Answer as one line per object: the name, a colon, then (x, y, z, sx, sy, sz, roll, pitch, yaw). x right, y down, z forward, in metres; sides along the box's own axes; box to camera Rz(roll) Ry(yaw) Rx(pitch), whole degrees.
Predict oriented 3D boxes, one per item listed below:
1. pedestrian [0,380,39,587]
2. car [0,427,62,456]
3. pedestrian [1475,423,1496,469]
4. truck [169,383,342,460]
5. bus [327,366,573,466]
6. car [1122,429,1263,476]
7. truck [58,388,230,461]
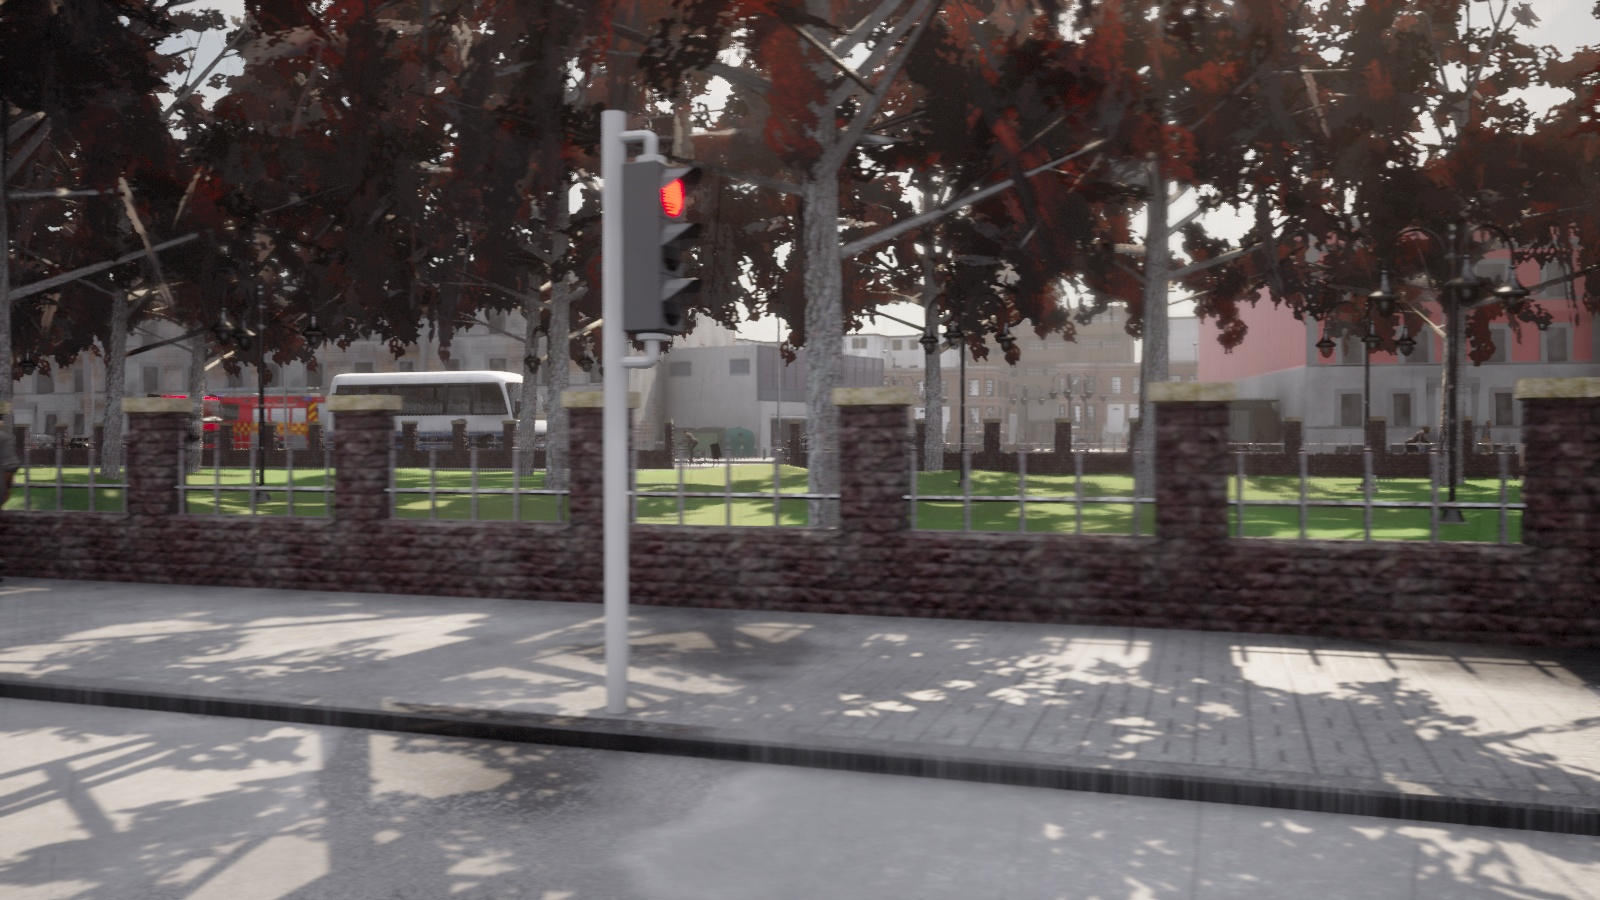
pedestrian: (-7.920, 0.312, 12.036, 0.873, 1.952, 0.659, 1, 1, 19)
car: (-43.535, -0.491, 70.312, 3.705, 1.549, 1.789, 1, 1, 19)
pedestrian: (28.036, -0.180, 51.349, 0.694, 1.848, 0.540, 1, 1, 24)
truck: (-28.265, -1.493, 65.184, 8.468, 3.827, 2.891, 1, 1, 19)
bus: (-15.819, -1.522, 56.797, 10.273, 4.253, 3.944, 1, 1, 19)
car: (14.553, 0.065, 46.612, 4.856, 1.649, 2.033, 1, 1, 19)
truck: (-32.605, -1.283, 62.420, 7.936, 3.462, 2.891, 1, 1, 19)
